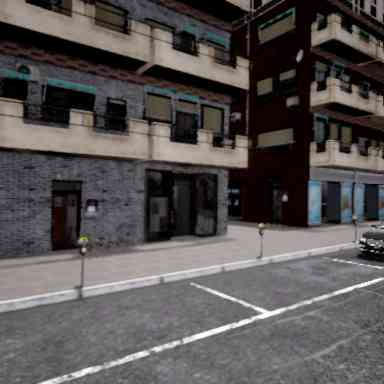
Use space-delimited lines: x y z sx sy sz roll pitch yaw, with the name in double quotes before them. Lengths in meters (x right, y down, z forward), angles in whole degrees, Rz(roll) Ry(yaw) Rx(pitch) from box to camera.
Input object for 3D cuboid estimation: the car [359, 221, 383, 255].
"car" 7.784 1.553 12.052 4.403 1.369 2.008 0 1 -35
